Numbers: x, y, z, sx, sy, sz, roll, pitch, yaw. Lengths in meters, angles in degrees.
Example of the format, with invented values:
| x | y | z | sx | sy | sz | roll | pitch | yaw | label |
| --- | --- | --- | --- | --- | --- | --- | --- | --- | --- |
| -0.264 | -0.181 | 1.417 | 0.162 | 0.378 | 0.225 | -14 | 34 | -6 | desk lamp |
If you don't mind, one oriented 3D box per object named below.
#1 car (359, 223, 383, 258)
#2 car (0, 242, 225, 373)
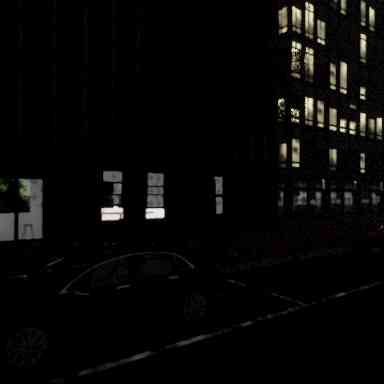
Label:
| x | y | z | sx | sy | sz | roll | pitch | yaw | label |
| --- | --- | --- | --- | --- | --- | --- | --- | --- | --- |
| 7.854 | 1.662 | 12.161 | 4.507 | 1.381 | 1.887 | 1 | 0 | -35 | car |
| -1.428 | 1.569 | 5.542 | 4.403 | 1.369 | 2.008 | 1 | 0 | -35 | car |
